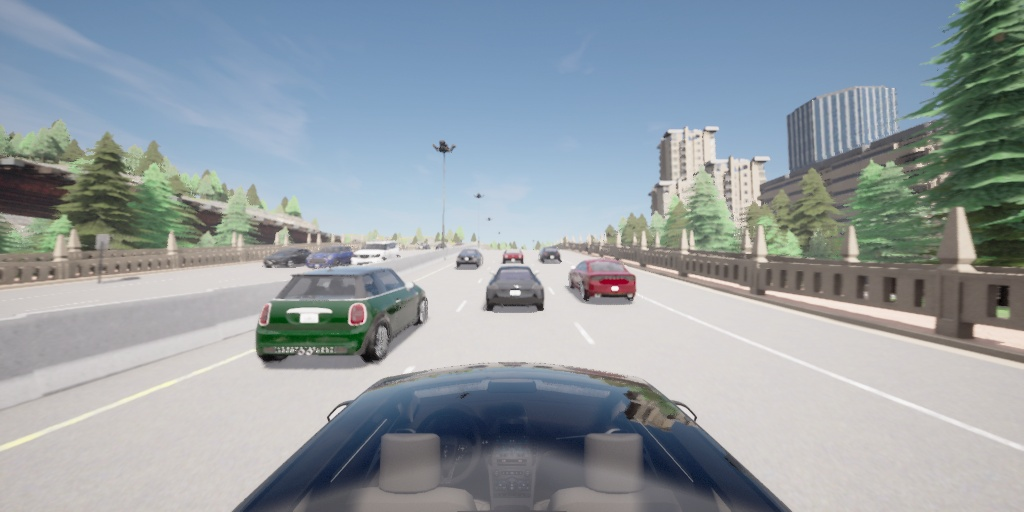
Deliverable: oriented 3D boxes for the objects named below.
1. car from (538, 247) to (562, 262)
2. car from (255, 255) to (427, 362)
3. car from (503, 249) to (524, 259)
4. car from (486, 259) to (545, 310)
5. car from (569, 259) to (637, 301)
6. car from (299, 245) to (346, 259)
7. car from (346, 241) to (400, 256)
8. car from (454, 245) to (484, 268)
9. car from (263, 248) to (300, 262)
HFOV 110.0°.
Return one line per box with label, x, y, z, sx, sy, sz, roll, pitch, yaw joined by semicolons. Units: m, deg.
car;3.611;-0.194;34.482;1.812;1.442;4.674;0;3;0
car;-3.399;0.998;8.142;2.097;1.767;4.553;0;2;0
car;0.110;-0.040;33.087;1.895;1.301;4.718;0;3;0
car;0.103;1.022;13.209;1.994;1.385;4.181;0;3;0
car;3.604;0.845;14.996;1.882;1.535;5.008;0;3;0
car;-14.089;-0.012;28.161;2.097;1.767;4.553;0;3;0
car;-10.591;-0.157;28.395;2.150;2.045;5.566;0;3;0
car;-3.391;0.121;29.258;2.033;1.411;5.357;0;3;0
car;-17.588;0.118;28.552;1.837;1.490;4.892;0;3;0
